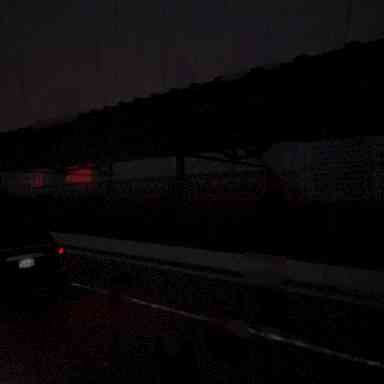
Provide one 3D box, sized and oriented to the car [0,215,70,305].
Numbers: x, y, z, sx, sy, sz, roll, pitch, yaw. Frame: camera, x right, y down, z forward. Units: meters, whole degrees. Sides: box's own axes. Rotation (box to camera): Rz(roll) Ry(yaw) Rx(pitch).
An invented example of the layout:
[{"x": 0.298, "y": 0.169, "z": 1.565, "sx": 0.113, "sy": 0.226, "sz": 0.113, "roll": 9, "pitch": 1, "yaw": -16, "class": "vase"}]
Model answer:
[{"x": -4.803, "y": 1.346, "z": 7.418, "sx": 4.553, "sy": 1.767, "sz": 2.097, "roll": 0, "pitch": 0, "yaw": 36, "class": "car"}]
